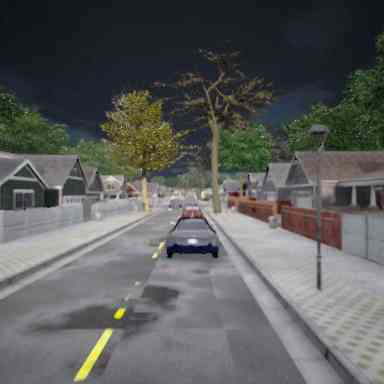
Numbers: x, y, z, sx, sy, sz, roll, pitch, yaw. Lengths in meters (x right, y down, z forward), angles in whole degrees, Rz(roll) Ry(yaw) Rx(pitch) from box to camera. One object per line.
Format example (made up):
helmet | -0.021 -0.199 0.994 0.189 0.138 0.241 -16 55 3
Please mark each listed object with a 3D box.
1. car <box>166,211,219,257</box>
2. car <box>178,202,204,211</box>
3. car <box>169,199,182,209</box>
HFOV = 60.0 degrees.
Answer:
car | 0.023 1.698 13.567 1.994 1.385 4.181 0 0 0
car | 0.024 1.812 28.905 1.812 1.442 4.674 0 0 0
car | -2.766 1.910 56.647 2.097 1.767 4.553 0 0 1
